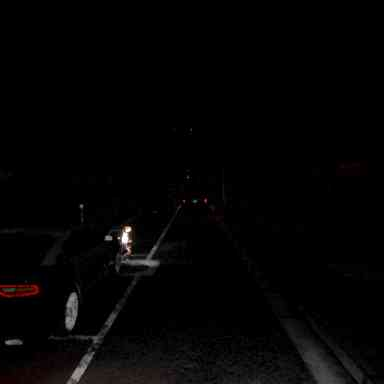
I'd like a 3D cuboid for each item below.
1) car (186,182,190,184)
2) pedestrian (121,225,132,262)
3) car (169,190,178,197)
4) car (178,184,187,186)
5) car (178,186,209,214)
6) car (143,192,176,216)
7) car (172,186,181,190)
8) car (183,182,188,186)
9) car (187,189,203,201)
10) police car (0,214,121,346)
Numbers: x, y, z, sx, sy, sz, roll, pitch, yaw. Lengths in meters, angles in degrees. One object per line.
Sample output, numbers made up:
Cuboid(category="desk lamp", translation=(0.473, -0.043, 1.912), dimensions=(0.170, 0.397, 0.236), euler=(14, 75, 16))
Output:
Cuboid(category="car", translation=(-2.065, -0.991, 73.994), dimensions=(2.008, 1.369, 4.403), euler=(1, 3, 0))
Cuboid(category="pedestrian", translation=(-1.909, 1.426, 9.478), dimensions=(0.500, 1.100, 0.500), euler=(1, 2, 0))
Cuboid(category="car", translation=(-2.413, 0.760, 29.730), dimensions=(1.947, 1.339, 4.313), euler=(0, 2, 0))
Cuboid(category="car", translation=(-2.237, -0.057, 51.867), dimensions=(1.947, 1.339, 4.313), euler=(0, 2, 0))
Cuboid(category="car", translation=(0.255, 0.657, 26.147), dimensions=(2.097, 1.767, 4.553), euler=(0, 2, 1))
Cuboid(category="car", translation=(-2.457, 0.928, 24.192), dimensions=(1.947, 1.339, 4.313), euler=(0, 2, 0))
Cuboid(category="car", translation=(-2.281, 0.177, 46.340), dimensions=(1.802, 1.307, 4.206), euler=(0, 2, 0))
Cuboid(category="car", translation=(-2.194, -0.401, 57.391), dimensions=(1.967, 1.590, 4.097), euler=(0, 2, 0))
Cuboid(category="car", translation=(0.393, 0.311, 43.395), dimensions=(1.895, 1.301, 4.718), euler=(0, 2, 1))
Cuboid(category="police car", translation=(-2.700, 1.255, 6.474), dimensions=(1.930, 1.638, 5.238), euler=(0, 1, 0))
